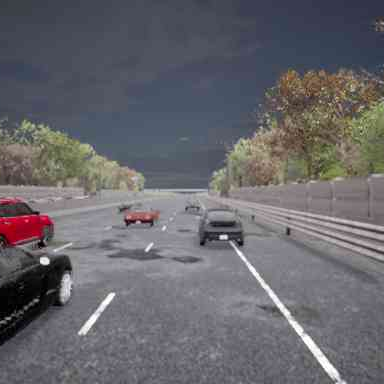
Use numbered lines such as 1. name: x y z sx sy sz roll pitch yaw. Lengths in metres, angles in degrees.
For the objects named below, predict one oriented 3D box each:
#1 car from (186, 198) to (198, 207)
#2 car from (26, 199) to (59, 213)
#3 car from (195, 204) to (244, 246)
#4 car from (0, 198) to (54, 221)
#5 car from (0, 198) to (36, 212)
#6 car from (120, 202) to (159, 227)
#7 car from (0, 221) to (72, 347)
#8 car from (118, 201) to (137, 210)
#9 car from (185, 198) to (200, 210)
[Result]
1. car: 0.014 1.630 54.568 1.994 1.385 4.181 0 0 0
2. car: -17.583 1.568 39.348 1.812 1.442 4.674 0 0 0
3. car: 1.228 1.516 15.304 1.837 1.490 4.892 0 0 0
4. car: -6.902 1.228 11.680 2.150 2.045 5.566 0 0 0
5. car: -21.079 1.535 40.317 2.128 1.511 4.902 0 0 0
6. car: -3.392 1.622 23.259 1.895 1.301 4.718 0 0 0
7. car: -3.399 1.478 4.915 1.882 1.535 5.008 0 0 0
8. car: -6.890 1.640 37.573 1.895 1.301 4.718 0 0 0
9. car: 0.083 1.595 43.378 2.033 1.411 5.357 0 0 0
